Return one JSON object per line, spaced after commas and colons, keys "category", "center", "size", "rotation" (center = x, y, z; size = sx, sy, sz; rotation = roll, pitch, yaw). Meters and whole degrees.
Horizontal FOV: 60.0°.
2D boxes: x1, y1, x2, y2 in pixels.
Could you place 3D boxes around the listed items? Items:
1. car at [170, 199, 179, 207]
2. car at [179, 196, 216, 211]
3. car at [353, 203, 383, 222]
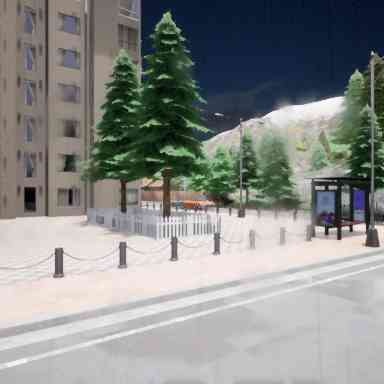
{"category": "car", "center": [-1.337, 1.616, 49.961], "size": [1.895, 1.301, 4.718], "rotation": [0, 0, -35]}
{"category": "car", "center": [0.873, 1.366, 40.567], "size": [2.097, 1.767, 4.553], "rotation": [0, 0, -35]}
{"category": "car", "center": [12.831, 1.507, 23.420], "size": [2.128, 1.511, 4.902], "rotation": [0, 0, -35]}
